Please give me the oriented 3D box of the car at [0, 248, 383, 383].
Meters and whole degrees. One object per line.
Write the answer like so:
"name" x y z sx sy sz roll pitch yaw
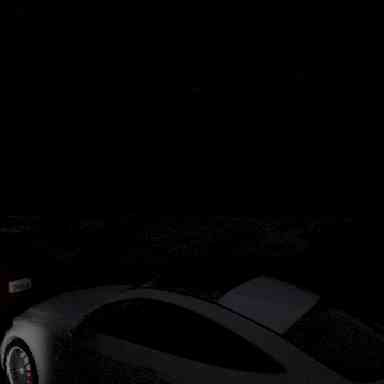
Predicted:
"car" -0.047 1.521 3.351 4.674 1.452 2.002 0 0 36

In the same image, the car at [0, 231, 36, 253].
"car" -4.590 1.514 6.589 4.792 1.488 2.163 0 0 35
